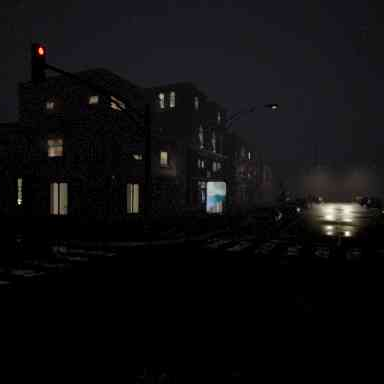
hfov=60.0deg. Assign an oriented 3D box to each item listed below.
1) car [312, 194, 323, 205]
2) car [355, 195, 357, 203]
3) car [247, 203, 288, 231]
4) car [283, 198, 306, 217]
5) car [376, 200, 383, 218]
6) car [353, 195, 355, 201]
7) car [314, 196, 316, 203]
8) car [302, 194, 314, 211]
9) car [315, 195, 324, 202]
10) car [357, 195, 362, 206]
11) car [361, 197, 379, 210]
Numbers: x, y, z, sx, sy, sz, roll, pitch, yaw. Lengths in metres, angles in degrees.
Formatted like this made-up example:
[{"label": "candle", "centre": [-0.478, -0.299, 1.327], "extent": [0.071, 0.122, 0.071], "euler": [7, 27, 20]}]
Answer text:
[{"label": "car", "centre": [22.377, 1.333, 61.305], "extent": [2.192, 1.841, 5.009], "euler": [0, 0, 24]}, {"label": "car", "centre": [30.047, 1.569, 57.929], "extent": [2.008, 1.369, 4.403], "euler": [0, 0, 24]}, {"label": "car", "centre": [4.648, 1.585, 20.842], "extent": [1.802, 1.307, 4.206], "euler": [0, 0, 24]}, {"label": "car", "centre": [9.079, 1.556, 30.957], "extent": [2.008, 1.369, 4.403], "euler": [0, 0, 24]}, {"label": "car", "centre": [16.750, 1.588, 27.581], "extent": [1.802, 1.307, 4.206], "euler": [0, 0, 24]}, {"label": "car", "centre": [34.478, 1.606, 68.043], "extent": [1.802, 1.307, 4.206], "euler": [0, 0, 24]}, {"label": "car", "centre": [15.660, 1.535, 45.975], "extent": [1.752, 1.417, 4.829], "euler": [0, 0, 24]}, {"label": "car", "centre": [13.512, 1.448, 41.073], "extent": [1.967, 1.590, 4.097], "euler": [0, 0, 24]}, {"label": "car", "centre": [31.241, 1.472, 81.536], "extent": [1.967, 1.590, 4.097], "euler": [0, 0, 24]}, {"label": "car", "centre": [27.831, 1.456, 52.870], "extent": [1.967, 1.590, 4.097], "euler": [0, 0, 24]}, {"label": "car", "centre": [23.398, 1.562, 42.755], "extent": [2.008, 1.369, 4.403], "euler": [0, 0, 24]}]
